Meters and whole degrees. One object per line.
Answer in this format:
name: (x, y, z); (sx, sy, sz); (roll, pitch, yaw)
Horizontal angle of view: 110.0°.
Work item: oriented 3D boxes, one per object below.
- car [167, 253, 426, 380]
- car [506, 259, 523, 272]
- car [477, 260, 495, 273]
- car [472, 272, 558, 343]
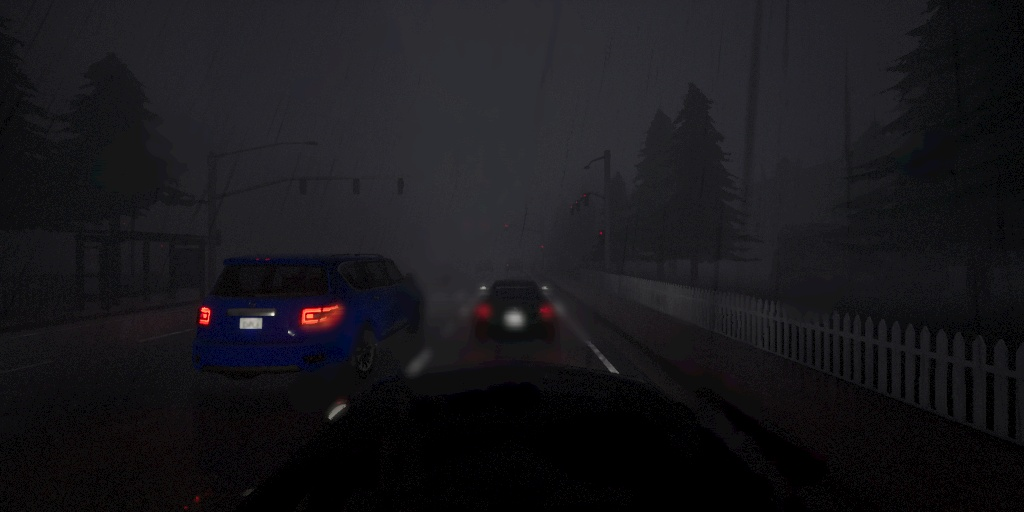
car: (-3.403, 0.972, 7.385); (2.150, 2.045, 5.566); (0, 0, 0)
car: (0.281, 1.103, 44.488); (2.097, 1.767, 4.553); (0, 0, 0)
car: (-3.222, 1.244, 44.066); (2.128, 1.511, 4.902); (0, 0, 0)
car: (0.091, 1.314, 9.664); (1.994, 1.385, 4.181); (0, 0, 1)
